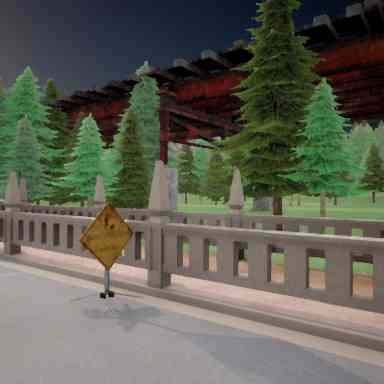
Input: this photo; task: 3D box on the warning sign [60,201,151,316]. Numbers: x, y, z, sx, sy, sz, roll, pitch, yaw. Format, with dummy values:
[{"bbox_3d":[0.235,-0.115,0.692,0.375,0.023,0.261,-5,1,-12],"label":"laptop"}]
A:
[{"bbox_3d":[-1.605,1.113,6.302,1.060,1.860,1.300,0,0,35],"label":"warning sign"}]
